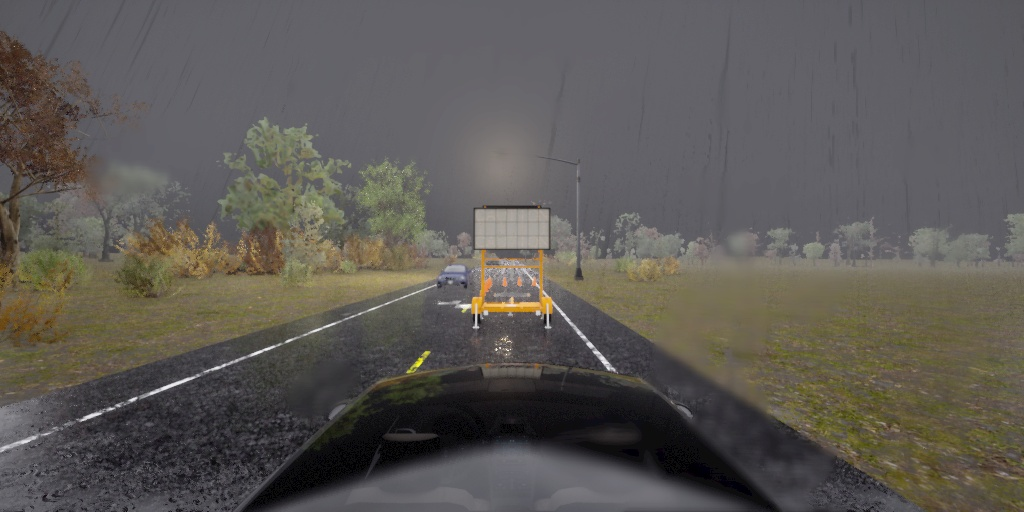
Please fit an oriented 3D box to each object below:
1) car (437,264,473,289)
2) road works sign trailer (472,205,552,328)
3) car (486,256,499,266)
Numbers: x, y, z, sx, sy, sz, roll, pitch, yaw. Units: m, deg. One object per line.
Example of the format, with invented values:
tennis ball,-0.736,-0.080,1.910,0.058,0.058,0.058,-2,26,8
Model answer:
car,-3.611,1.281,23.391,1.812,1.442,4.674,0,0,0
road works sign trailer,0.001,0.216,11.340,2.380,3.560,2.880,0,0,0
car,-3.544,1.010,65.083,2.150,2.045,5.566,0,0,1
